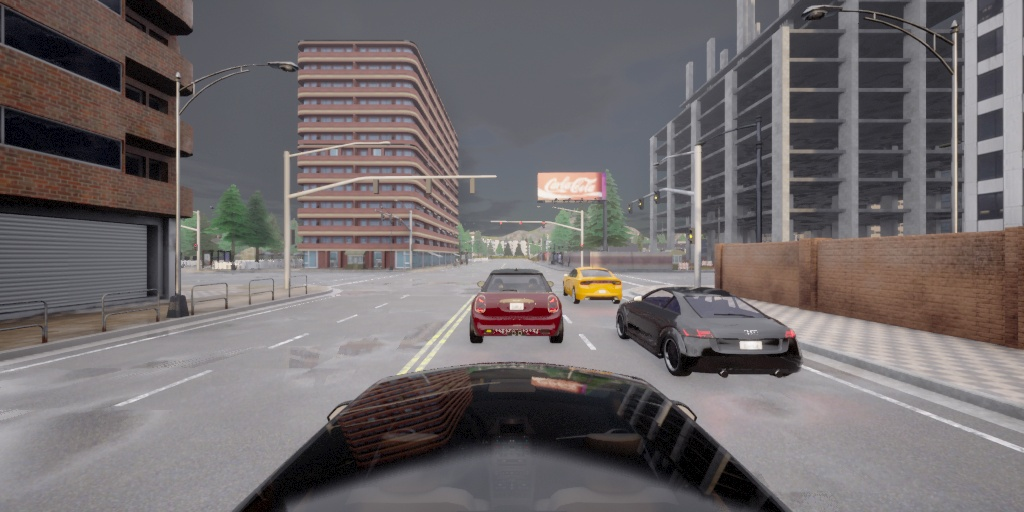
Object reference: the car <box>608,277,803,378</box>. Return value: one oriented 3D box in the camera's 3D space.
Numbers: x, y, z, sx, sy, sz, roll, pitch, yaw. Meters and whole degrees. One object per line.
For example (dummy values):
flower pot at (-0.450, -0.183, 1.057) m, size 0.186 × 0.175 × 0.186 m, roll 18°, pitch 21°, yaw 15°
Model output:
car at (3.598, 1.314, 7.410) m, size 1.994 × 1.385 × 4.181 m, roll 0°, pitch 0°, yaw 0°

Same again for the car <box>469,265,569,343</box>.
car at (0.100, 1.102, 9.814) m, size 2.097 × 1.767 × 4.553 m, roll 0°, pitch 0°, yaw 0°

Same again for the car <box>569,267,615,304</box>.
car at (3.498, 1.228, 16.343) m, size 1.882 × 1.535 × 5.008 m, roll 0°, pitch 0°, yaw 0°
